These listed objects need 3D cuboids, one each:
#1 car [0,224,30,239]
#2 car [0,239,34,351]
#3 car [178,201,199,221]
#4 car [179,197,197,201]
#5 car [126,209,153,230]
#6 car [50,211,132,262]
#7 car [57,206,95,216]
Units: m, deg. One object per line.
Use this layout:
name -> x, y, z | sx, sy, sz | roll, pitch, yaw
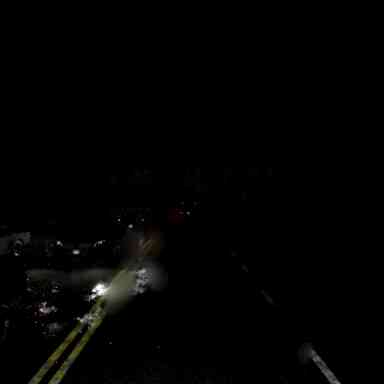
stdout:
car -> -7.218, 1.732, 10.757 | 1.895, 1.301, 4.718 | 0, -1, -1
car -> -3.630, 1.594, 3.441 | 2.033, 1.411, 5.357 | 0, -1, -1
car -> -0.315, 1.862, 30.605 | 2.033, 1.411, 5.357 | 0, -1, 0
car -> -0.478, 1.674, 44.039 | 2.150, 2.045, 5.566 | 0, -1, -2
car -> -3.855, 1.849, 23.123 | 1.895, 1.301, 4.718 | 0, -1, -1
car -> -3.727, 1.670, 12.954 | 1.812, 1.442, 4.674 | 0, -1, -1
car -> -7.338, 1.717, 21.275 | 1.882, 1.535, 5.008 | 0, -1, 0
